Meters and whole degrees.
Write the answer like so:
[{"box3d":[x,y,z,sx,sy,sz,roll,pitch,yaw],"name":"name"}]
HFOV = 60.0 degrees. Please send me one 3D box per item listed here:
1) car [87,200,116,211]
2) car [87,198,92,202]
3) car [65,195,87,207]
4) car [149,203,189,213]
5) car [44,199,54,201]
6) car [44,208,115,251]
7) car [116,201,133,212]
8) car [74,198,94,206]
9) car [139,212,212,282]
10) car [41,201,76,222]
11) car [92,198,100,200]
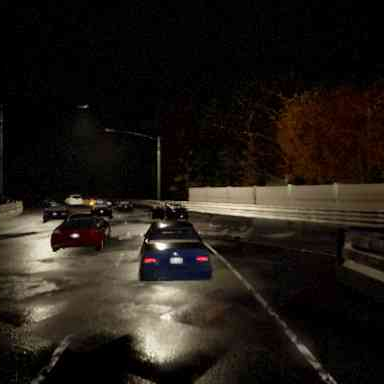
[{"box3d":[-8.735,1.740,31.816,1.994,1.385,4.181,0,0,-18],"name":"car"},{"box3d":[-17.367,1.802,58.681,1.882,1.535,5.008,0,0,-31],"name":"car"},{"box3d":[-20.156,1.538,56.779,2.150,2.045,5.566,0,0,-31],"name":"car"},{"box3d":[-1.920,1.637,27.001,2.128,1.511,4.902,0,0,-28],"name":"car"},{"box3d":[-24.800,1.925,57.608,1.895,1.301,4.718,0,0,-33],"name":"car"},{"box3d":[-4.739,1.641,14.652,1.994,1.385,4.181,-1,0,-8],"name":"car"},{"box3d":[-8.782,1.795,42.073,1.994,1.385,4.181,0,0,-22],"name":"car"},{"box3d":[-20.830,1.847,64.121,2.128,1.511,4.902,0,0,-37],"name":"car"},{"box3d":[-0.613,1.597,10.007,2.033,1.411,5.357,-1,0,-6],"name":"car"},{"box3d":[-10.895,1.700,27.097,2.033,1.411,5.357,0,0,-16],"name":"car"},{"box3d":[-14.310,1.895,53.390,1.895,1.301,4.718,0,0,-29],"name":"car"}]
